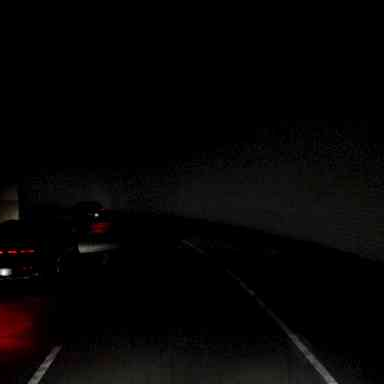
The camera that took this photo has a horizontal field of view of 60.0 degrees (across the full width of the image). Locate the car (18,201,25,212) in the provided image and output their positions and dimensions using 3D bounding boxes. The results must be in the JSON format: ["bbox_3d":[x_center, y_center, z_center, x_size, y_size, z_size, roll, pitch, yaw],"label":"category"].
[{"bbox_3d":[-18.896,1.540,33.180,4.892,1.490,1.837,0,-1,40],"label":"car"}]

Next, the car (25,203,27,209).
[{"bbox_3d":[-21.991,1.587,39.614,5.357,1.411,2.033,0,0,30],"label":"car"}]

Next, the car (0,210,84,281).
[{"bbox_3d":[-4.556,1.513,9.709,1.837,1.490,4.892,0,0,-10],"label":"car"}]

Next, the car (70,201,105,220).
[{"bbox_3d":[-8.703,1.519,27.456,1.837,1.490,4.892,0,0,-35],"label":"car"}]
